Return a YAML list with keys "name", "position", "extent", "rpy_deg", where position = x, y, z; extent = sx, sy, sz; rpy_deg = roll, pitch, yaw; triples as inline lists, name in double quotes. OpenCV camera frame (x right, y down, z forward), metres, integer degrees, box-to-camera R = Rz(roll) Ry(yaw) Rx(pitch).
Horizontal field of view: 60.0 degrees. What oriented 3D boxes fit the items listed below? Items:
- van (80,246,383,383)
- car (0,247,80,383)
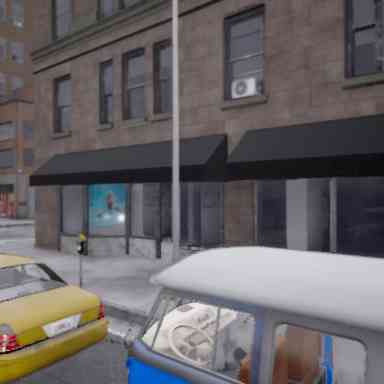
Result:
- name: "van"
  position: [1.342, 1.340, 1.890]
  extent: [3.998, 1.788, 1.690]
  rpy_deg: [0, 0, 36]
- name: "car"
  position: [-3.411, 1.557, 5.281]
  extent: [4.829, 1.417, 1.752]
  rpy_deg: [0, 0, 36]
